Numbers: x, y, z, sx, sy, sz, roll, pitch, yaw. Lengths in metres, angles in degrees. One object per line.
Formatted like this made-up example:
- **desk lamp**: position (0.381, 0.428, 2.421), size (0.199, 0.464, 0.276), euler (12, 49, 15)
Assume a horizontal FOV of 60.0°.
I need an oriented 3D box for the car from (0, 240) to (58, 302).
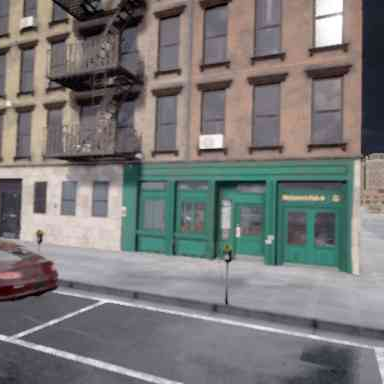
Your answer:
- **car**: position (-5.028, 1.742, 7.691), size (4.206, 1.307, 1.802), euler (1, -2, 24)
